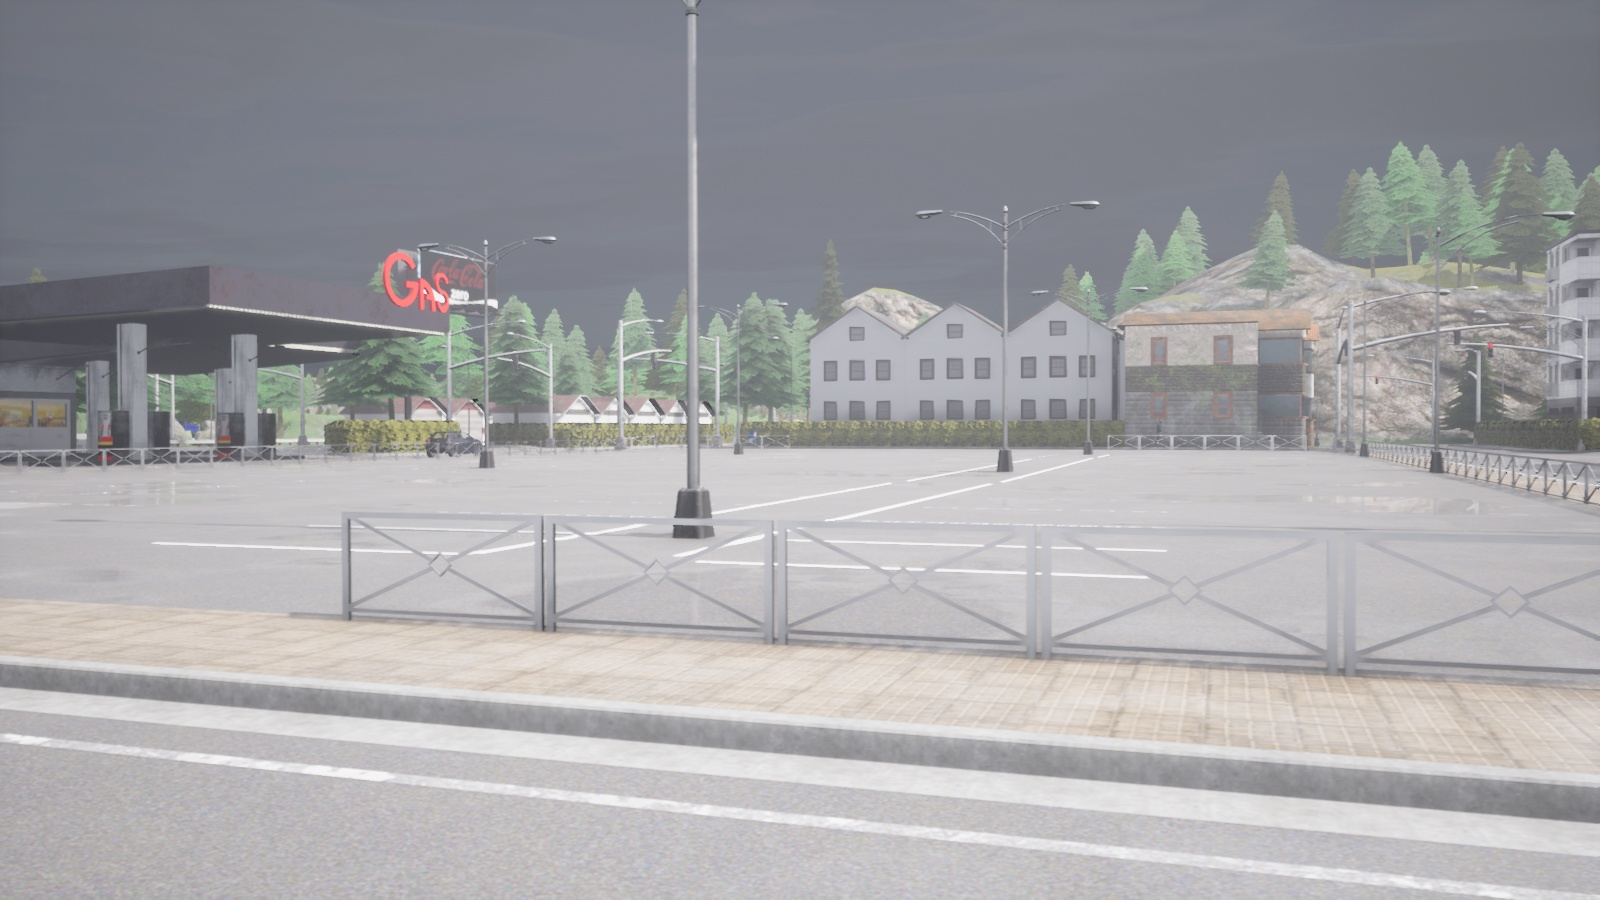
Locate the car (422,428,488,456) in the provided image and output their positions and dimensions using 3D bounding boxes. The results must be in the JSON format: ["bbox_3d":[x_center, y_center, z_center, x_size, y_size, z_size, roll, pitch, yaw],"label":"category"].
[{"bbox_3d":[-19.484,-0.458,71.088,1.845,1.501,3.633,1,1,19],"label":"car"}]
